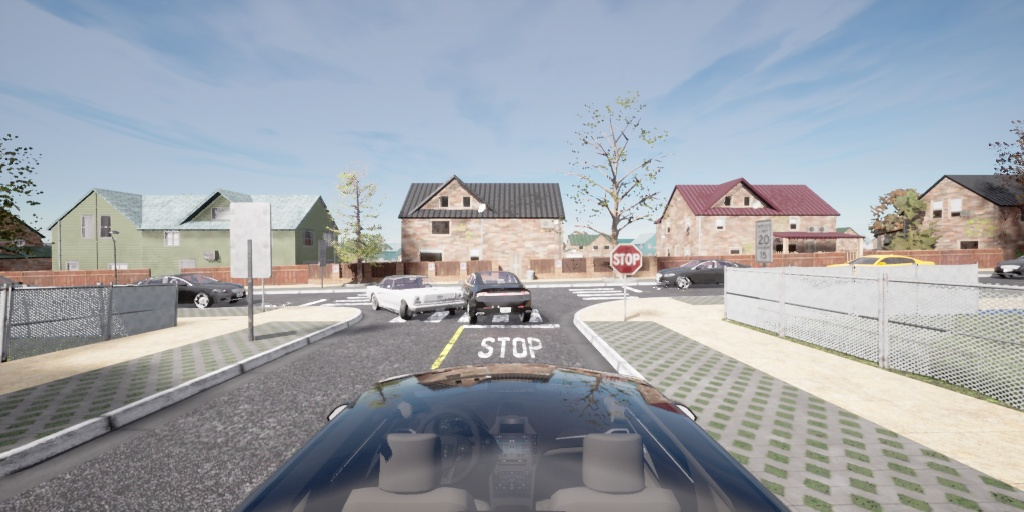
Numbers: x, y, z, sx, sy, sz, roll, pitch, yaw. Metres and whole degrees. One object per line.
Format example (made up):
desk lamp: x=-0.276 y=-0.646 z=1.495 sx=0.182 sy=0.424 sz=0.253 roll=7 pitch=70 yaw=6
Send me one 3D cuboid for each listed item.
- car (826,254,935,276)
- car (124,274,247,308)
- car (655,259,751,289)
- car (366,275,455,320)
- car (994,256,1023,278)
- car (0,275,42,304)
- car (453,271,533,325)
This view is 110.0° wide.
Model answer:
car: x=19.771 y=0.690 z=19.439 sx=5.008 sy=1.535 sz=1.882 roll=-1 pitch=1 yaw=0
car: x=-14.894 y=1.566 z=16.368 sx=4.902 sy=1.511 sz=2.128 roll=-1 pitch=1 yaw=0
car: x=10.341 y=0.925 z=19.408 sx=4.902 sy=1.511 sz=2.128 roll=-1 pitch=1 yaw=0
car: x=-3.596 y=1.367 z=12.866 sx=1.895 sy=1.301 sz=4.718 roll=0 pitch=0 yaw=-38
car: x=29.396 y=0.478 z=19.470 sx=4.902 sy=1.511 sz=2.128 roll=-1 pitch=1 yaw=0
car: x=-24.231 y=1.648 z=16.333 sx=4.553 sy=1.767 sz=2.097 roll=-1 pitch=1 yaw=0
car: x=-0.679 y=1.242 z=12.005 sx=2.128 sy=1.511 sz=4.902 roll=0 pitch=0 yaw=-12
